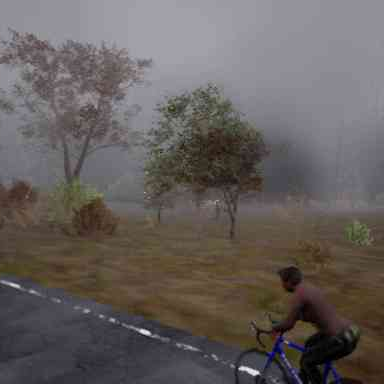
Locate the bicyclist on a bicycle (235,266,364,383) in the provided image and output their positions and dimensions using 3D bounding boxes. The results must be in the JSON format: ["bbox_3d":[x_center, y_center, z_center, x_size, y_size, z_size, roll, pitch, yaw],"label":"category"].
[{"bbox_3d":[1.124,1.589,3.313,1.656,1.620,0.582,-2,-3,40],"label":"bicyclist on a bicycle"}]
